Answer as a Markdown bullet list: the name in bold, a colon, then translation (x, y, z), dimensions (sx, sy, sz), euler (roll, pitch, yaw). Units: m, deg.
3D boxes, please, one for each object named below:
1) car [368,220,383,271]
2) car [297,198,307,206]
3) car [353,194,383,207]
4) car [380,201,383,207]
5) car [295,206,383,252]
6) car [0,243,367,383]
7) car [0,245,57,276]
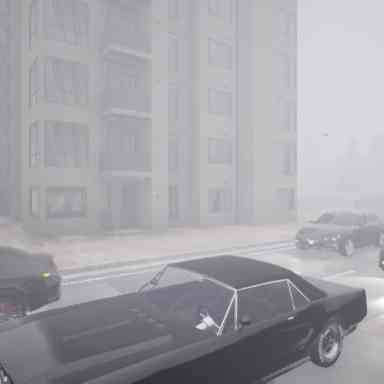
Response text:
- **car**: translation (7.077, 1.564, 9.549), dimensions (4.181, 1.385, 1.994), euler (0, 0, -40)
- **car**: translation (16.394, 1.601, 54.732), dimensions (1.895, 1.301, 4.718), euler (0, 0, -33)
- **car**: translation (22.717, 1.221, 41.459), dimensions (2.150, 2.045, 5.566), euler (0, 0, -13)
- **car**: translation (14.044, 1.564, 22.303), dimensions (1.994, 1.385, 4.181), euler (0, 0, 27)
- **car**: translation (5.965, 1.506, 13.093), dimensions (4.892, 1.490, 1.837), euler (0, 0, -41)
- **car**: translation (0.162, 1.601, 4.155), dimensions (4.718, 1.301, 1.895), euler (0, 0, -37)
- **car**: translation (-4.502, 1.525, 5.140), dimensions (4.674, 1.442, 1.812), euler (0, 0, -35)
